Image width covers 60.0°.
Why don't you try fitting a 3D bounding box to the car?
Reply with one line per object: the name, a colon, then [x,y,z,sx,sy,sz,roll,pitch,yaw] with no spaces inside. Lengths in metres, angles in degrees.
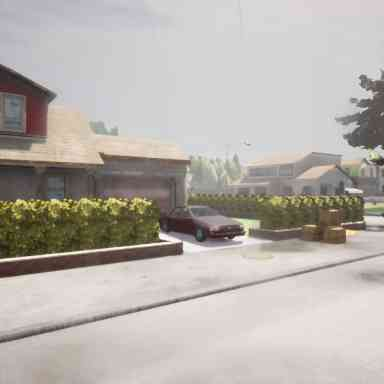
car: [0.116,1.356,15.491,2.033,1.415,5.357,0,0,-33]
